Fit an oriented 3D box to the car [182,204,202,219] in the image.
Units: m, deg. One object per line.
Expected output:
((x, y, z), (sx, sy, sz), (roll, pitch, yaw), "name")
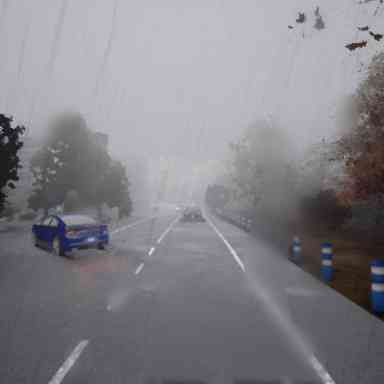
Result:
((0.096, 2.264, 36.159), (1.895, 1.301, 4.718), (0, -1, 0), "car")

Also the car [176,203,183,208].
((-3.362, 3.661, 92.189), (1.895, 1.301, 4.718), (0, -1, -1), "car")

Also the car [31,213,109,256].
((-5.344, 1.631, 14.226), (1.882, 1.535, 5.008), (-3, 1, -40), "car")

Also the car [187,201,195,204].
((0.050, 2.829, 61.131), (1.812, 1.442, 4.674), (0, -1, 1), "car")
